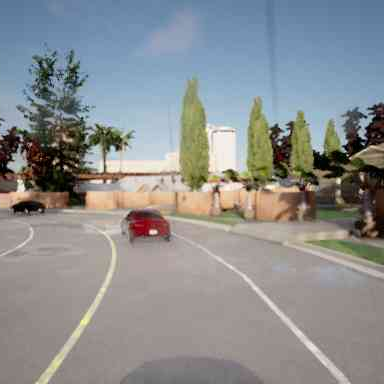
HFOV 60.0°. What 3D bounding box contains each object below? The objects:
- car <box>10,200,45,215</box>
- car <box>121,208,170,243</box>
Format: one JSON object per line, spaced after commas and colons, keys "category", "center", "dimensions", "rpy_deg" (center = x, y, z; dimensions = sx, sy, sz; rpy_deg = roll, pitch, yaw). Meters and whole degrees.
{"category": "car", "center": [-18.070, 1.667, 36.546], "dimensions": [4.892, 1.490, 1.837], "rpy_deg": [-1, -1, 35]}
{"category": "car", "center": [-2.318, 1.520, 16.104], "dimensions": [1.812, 1.442, 4.674], "rpy_deg": [0, 0, -18]}
